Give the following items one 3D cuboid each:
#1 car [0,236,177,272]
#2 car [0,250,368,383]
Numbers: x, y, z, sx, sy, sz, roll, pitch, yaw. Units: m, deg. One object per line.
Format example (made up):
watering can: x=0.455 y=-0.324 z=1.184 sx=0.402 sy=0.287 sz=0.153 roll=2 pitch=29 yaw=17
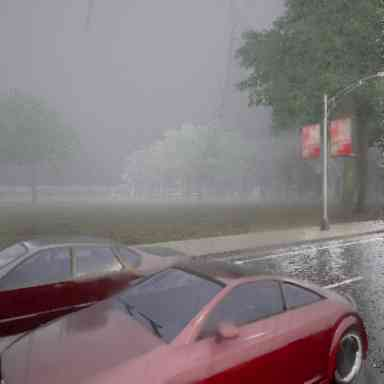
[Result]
car: x=-2.452 y=1.547 z=5.923 sx=5.357 sy=1.411 sz=2.033 roll=0 pitch=0 yaw=-35
car: x=0.120 y=1.563 z=3.763 sx=4.181 sy=1.385 sz=1.994 roll=0 pitch=0 yaw=-35
